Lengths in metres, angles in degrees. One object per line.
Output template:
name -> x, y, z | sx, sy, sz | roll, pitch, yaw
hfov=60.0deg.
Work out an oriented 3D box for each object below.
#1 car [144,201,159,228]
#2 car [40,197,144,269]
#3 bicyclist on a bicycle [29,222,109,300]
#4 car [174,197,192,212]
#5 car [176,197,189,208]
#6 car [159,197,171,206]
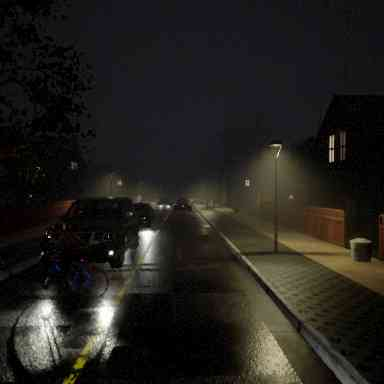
car -> -3.484, 1.496, 21.987 | 1.837, 1.490, 4.892 | 0, 0, -2
car -> -3.164, 1.216, 11.510 | 2.150, 2.045, 5.566 | 0, 0, -1
bicyclist on a bicycle -> -2.569, 1.449, 6.903 | 1.656, 1.620, 0.582 | -2, 0, -2
car -> -1.079, 1.546, 39.181 | 1.994, 1.385, 4.181 | 0, 0, -2
car -> -1.402, 1.504, 49.175 | 1.812, 1.442, 4.674 | 0, 0, -2
car -> -4.521, 1.540, 55.196 | 1.994, 1.385, 4.181 | 0, 0, -2
